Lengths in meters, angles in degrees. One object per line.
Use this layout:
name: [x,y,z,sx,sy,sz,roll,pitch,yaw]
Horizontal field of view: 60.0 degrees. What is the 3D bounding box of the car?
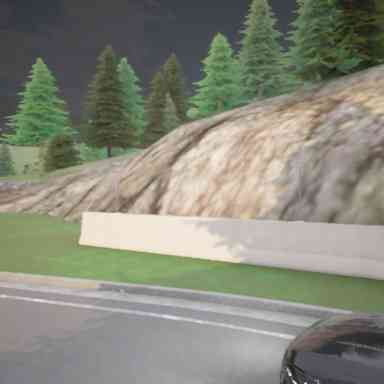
car: [2.961,1.472,1.925,4.892,1.490,1.837,0,-1,38]
